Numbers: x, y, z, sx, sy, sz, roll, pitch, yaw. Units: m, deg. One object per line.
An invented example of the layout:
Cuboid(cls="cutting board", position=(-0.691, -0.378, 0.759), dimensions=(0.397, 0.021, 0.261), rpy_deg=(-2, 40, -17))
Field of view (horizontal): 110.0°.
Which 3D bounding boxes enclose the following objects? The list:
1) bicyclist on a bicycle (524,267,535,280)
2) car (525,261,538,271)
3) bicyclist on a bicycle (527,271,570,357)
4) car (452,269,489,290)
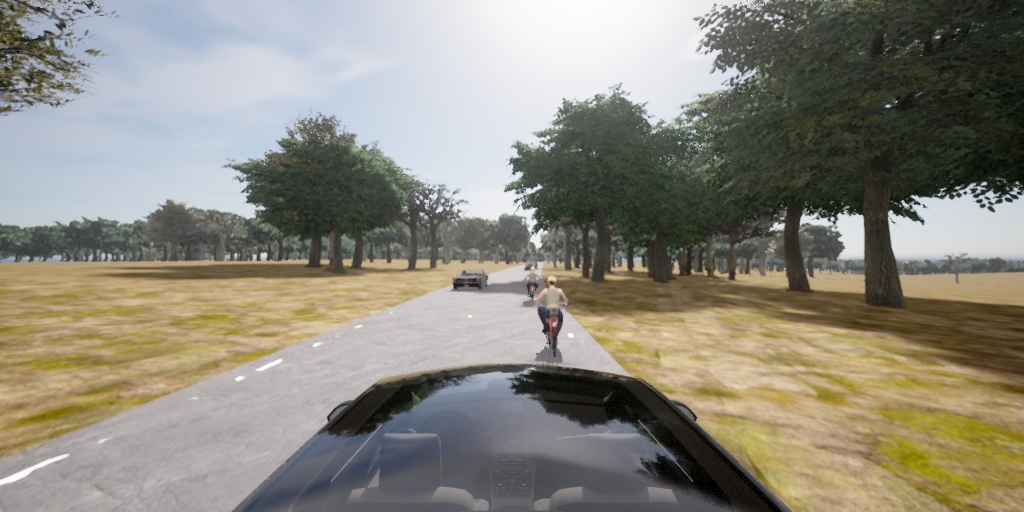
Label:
Cuboid(cls="bicyclist on a bicycle", position=(0.950, 1.293, 16.518), dimensions=(0.866, 1.612, 1.509), rpy_deg=(0, 0, 2))
Cuboid(cls="car", position=(3.220, 1.883, 61.819), dimensions=(1.895, 1.301, 4.718), rpy_deg=(0, -1, 5))
Cuboid(cls="bicyclist on a bicycle", position=(0.851, 1.227, 7.740), dimensions=(0.866, 1.612, 1.509), rpy_deg=(0, 0, 0))
Cuboid(cls="car", position=(-2.697, 1.521, 24.003), dimensions=(1.895, 1.301, 4.718), rpy_deg=(0, -1, 2))
